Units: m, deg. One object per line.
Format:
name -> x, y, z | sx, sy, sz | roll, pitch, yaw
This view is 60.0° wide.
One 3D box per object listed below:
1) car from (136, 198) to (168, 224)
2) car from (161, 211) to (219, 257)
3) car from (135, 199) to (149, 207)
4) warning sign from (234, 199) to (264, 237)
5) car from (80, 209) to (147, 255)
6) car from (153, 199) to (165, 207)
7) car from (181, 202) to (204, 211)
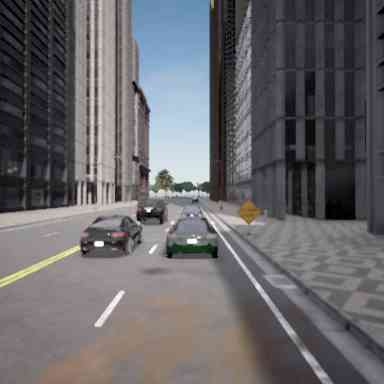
car -> -3.237, 1.508, 27.582 | 2.150, 2.045, 5.566 | 0, 0, 0
car -> 0.023, 1.703, 13.606 | 1.994, 1.385, 4.181 | 0, -1, 1
car -> -9.762, 2.181, 65.309 | 1.837, 1.490, 4.892 | 0, -1, 0
warning sign -> 2.851, 1.285, 16.727 | 1.300, 1.860, 1.060 | 0, -1, 0
car -> -3.225, 1.667, 13.907 | 1.812, 1.442, 4.674 | 0, 0, 0
car -> -6.517, 2.181, 65.318 | 1.837, 1.490, 4.892 | 0, -1, 0
car -> 0.010, 1.830, 27.537 | 2.033, 1.411, 5.357 | 0, -1, 1
